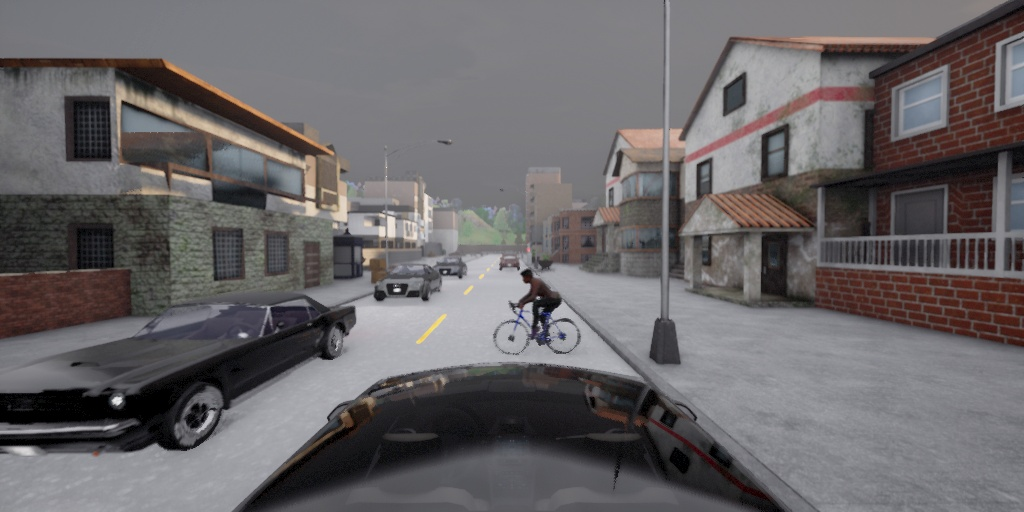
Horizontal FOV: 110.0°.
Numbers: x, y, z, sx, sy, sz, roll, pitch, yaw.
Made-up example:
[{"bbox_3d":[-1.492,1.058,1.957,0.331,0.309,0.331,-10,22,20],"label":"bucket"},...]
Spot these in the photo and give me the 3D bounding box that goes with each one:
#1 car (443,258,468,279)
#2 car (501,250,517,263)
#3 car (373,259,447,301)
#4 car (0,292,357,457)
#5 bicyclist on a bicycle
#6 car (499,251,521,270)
[{"bbox_3d":[-4.278,0.804,25.051,1.994,1.385,4.181,0,1,1],"label":"car"},{"bbox_3d":[-0.368,0.039,50.173,2.097,1.767,4.553,0,1,0],"label":"car"},{"bbox_3d":[-4.212,1.023,15.089,1.994,1.385,4.181,0,1,0],"label":"car"},{"bbox_3d":[-4.125,1.277,5.207,1.895,1.301,4.718,0,1,-1],"label":"car"},{"bbox_3d":[0.463,1.071,6.753,1.656,1.620,0.582,-2,1,0],"label":"bicyclist on a bicycle"},{"bbox_3d":[-0.221,0.565,34.031,1.812,1.442,4.674,0,1,0],"label":"car"}]
